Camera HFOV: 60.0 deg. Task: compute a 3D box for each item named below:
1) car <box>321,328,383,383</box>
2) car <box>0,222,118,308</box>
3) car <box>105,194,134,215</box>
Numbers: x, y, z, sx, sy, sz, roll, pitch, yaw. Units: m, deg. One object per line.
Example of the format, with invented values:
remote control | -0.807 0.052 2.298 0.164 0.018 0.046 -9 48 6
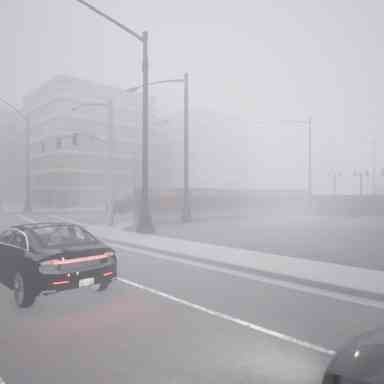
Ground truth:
car | 3.182 1.505 1.596 4.892 1.490 1.837 0 0 38
car | -3.658 1.492 8.056 2.128 1.511 4.902 0 0 -43
car | -6.288 1.221 35.015 5.566 2.045 2.150 0 0 -44
